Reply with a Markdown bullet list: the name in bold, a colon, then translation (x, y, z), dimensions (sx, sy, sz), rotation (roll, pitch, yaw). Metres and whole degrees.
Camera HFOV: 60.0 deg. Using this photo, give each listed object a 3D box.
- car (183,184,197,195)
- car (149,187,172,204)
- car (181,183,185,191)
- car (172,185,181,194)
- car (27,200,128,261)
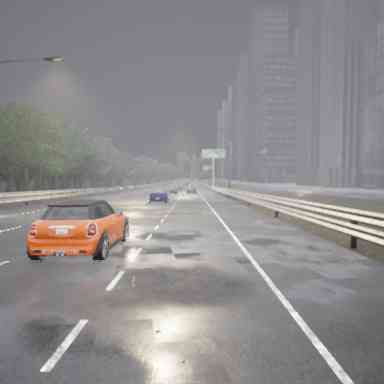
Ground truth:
- **car**: translation (-0.055, -0.284, 62.557), dimensions (2.128, 1.511, 4.902), rotation (0, 2, 0)
- **car**: translation (-3.557, 0.444, 36.810), dimensions (1.882, 1.535, 5.008), rotation (0, 2, 0)
- **car**: translation (-3.660, -1.095, 84.792), dimensions (2.097, 1.767, 4.553), rotation (0, 2, 0)
- **car**: translation (-3.664, -0.256, 65.343), dimensions (1.895, 1.301, 4.718), rotation (0, 2, 0)
- **car**: translation (-3.502, 1.040, 11.070), dimensions (2.097, 1.767, 4.553), rotation (0, 2, 0)
